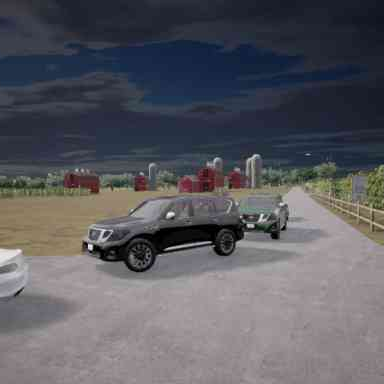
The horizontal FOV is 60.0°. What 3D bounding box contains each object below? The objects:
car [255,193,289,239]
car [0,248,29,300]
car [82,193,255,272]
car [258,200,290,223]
[{"bbox_3d":[3.496,1.070,16.805,2.150,2.045,5.566,0,0,21],"label":"car"},{"bbox_3d":[-5.600,1.617,6.091,4.674,1.442,1.812,-2,1,-19],"label":"car"},{"bbox_3d":[-0.676,1.143,10.947,5.566,2.045,2.150,-1,1,-39],"label":"car"},{"bbox_3d":[6.040,1.338,24.301,1.994,1.385,4.181,0,1,18],"label":"car"}]
